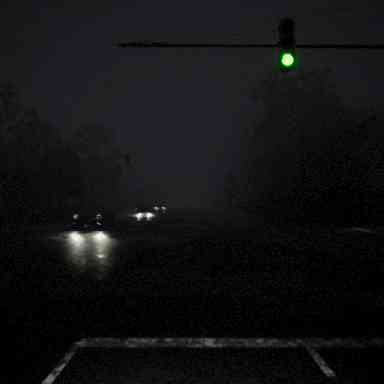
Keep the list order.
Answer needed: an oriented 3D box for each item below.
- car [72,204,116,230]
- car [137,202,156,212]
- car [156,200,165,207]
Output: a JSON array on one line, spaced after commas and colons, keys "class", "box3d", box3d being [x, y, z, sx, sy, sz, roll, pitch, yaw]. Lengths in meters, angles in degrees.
[{"class": "car", "box3d": [-7.000, 1.685, 24.129, 2.097, 1.767, 4.553, 0, -1, 0]}, {"class": "car", "box3d": [-6.998, 2.361, 49.804, 1.895, 1.301, 4.718, 0, -1, 0]}, {"class": "car", "box3d": [-6.997, 2.614, 73.967, 1.837, 1.490, 4.892, 0, -1, 0]}]
